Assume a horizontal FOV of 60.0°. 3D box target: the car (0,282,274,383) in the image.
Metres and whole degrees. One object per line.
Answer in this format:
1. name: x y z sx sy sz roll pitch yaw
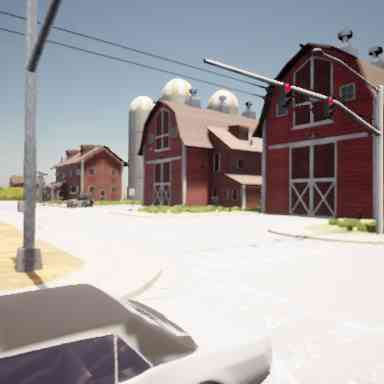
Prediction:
1. car: -1.578 1.627 2.746 4.718 1.301 1.895 0 0 -36

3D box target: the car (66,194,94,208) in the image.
1. car: -16.320 1.264 48.836 3.866 1.878 1.905 -1 5 11
